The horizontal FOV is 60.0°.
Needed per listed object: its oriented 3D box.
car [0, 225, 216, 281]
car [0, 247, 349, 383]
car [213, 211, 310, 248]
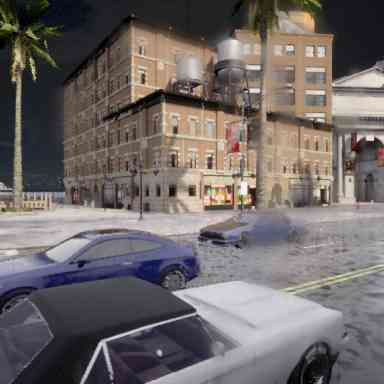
[{"bbox_3d":[-1.942,1.526,6.885,4.674,1.442,1.812,0,0,-35],"label":"car"},{"bbox_3d":[-0.474,1.601,3.336,4.718,1.301,1.895,0,0,-36],"label":"car"},{"bbox_3d":[2.862,1.547,14.493,5.357,1.411,2.033,0,0,-35],"label":"car"}]
